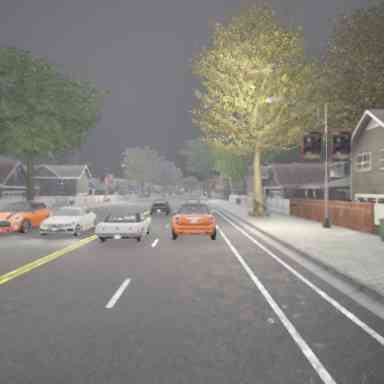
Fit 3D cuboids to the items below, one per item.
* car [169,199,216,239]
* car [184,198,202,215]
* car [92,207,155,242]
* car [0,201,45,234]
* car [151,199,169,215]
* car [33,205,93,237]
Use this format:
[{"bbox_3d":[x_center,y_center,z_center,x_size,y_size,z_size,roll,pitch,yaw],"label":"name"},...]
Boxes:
[{"bbox_3d":[0.100,1.356,17.356,2.097,1.767,4.553,0,0,0],"label":"car"},{"bbox_3d":[0.099,1.495,35.690,1.882,1.535,5.008,0,0,0],"label":"car"},{"bbox_3d":[-3.149,1.605,16.286,1.895,1.301,4.718,0,0,0],"label":"car"},{"bbox_3d":[-9.844,1.358,19.125,2.097,1.767,4.553,0,0,0],"label":"car"},{"bbox_3d":[-3.151,1.522,34.141,1.837,1.490,4.892,0,0,0],"label":"car"},{"bbox_3d":[-6.596,1.531,18.271,1.812,1.442,4.674,0,0,0],"label":"car"}]
